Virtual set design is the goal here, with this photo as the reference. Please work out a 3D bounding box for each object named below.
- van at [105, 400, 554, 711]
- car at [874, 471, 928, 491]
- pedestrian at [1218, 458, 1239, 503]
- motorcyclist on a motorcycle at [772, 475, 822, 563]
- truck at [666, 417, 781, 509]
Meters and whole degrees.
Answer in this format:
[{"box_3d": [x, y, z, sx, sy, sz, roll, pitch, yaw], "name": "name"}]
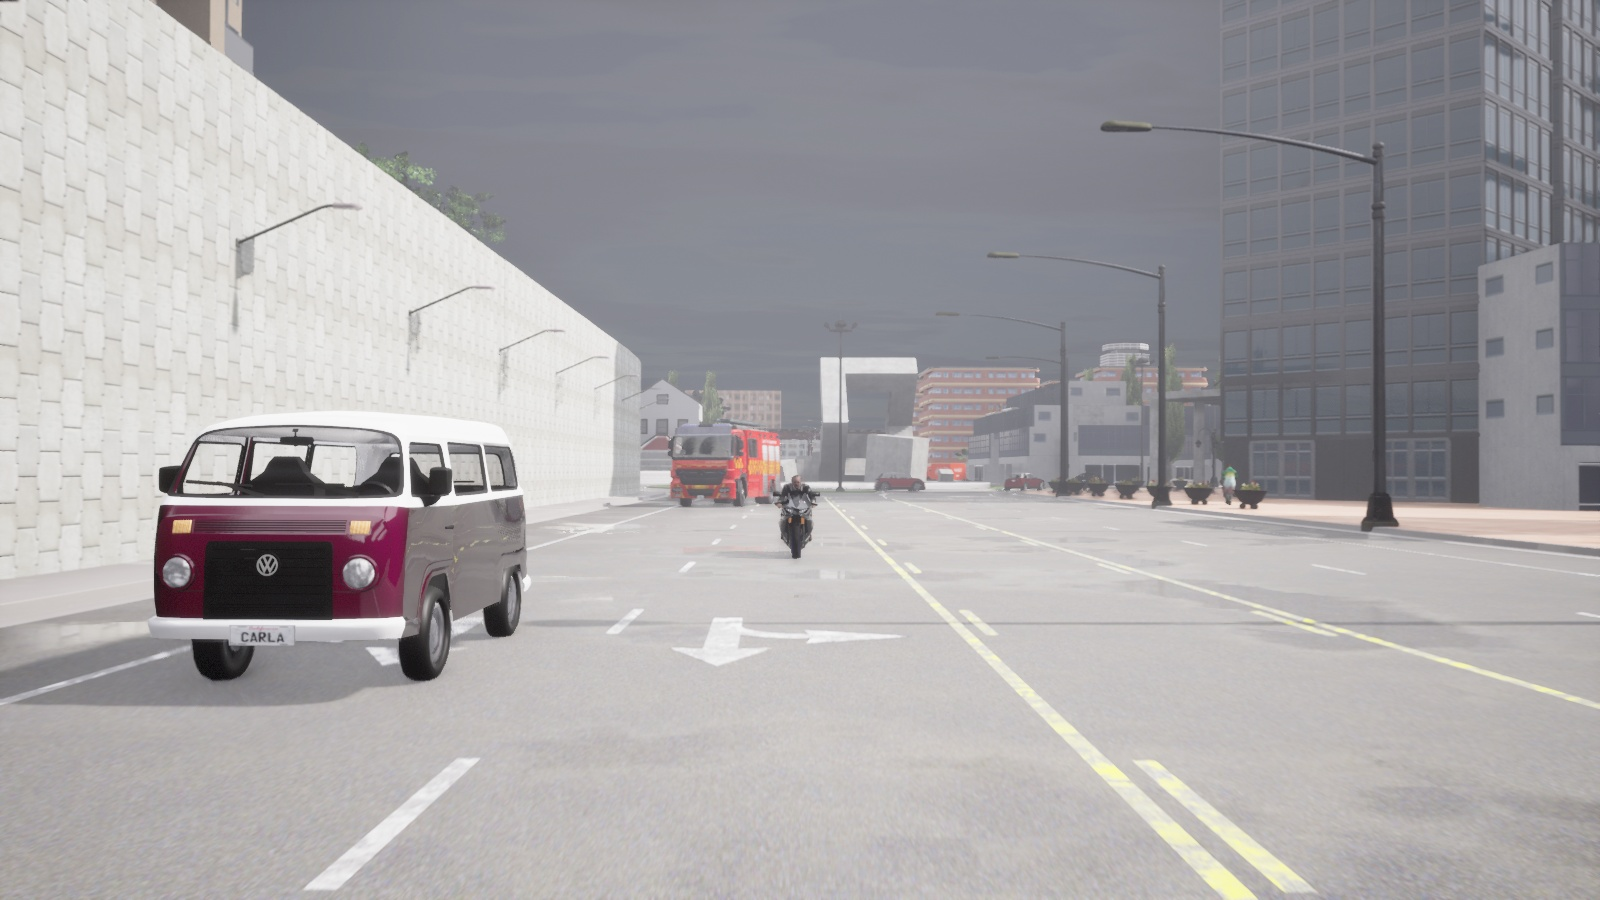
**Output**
[{"box_3d": [-3.527, 0.726, 10.489, 2.069, 2.038, 4.480, 0, -1, 0], "name": "van"}, {"box_3d": [7.764, 2.368, 96.689, 3.806, 1.475, 1.970, 0, -1, -10], "name": "car"}, {"box_3d": [19.023, 1.348, 55.755, 0.659, 1.952, 0.873, 0, -1, 2], "name": "pedestrian"}, {"box_3d": [-0.056, 1.238, 23.173, 0.866, 1.530, 2.191, 0, -1, 0], "name": "motorcyclist on a motorcycle"}, {"box_3d": [-3.278, 0.609, 56.506, 2.891, 3.827, 8.468, -1, -1, 13], "name": "truck"}]
